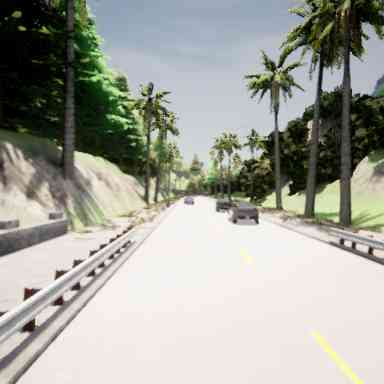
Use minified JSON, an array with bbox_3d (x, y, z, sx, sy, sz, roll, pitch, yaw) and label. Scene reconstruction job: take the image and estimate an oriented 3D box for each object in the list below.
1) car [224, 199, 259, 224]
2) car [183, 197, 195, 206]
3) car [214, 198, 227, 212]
[{"bbox_3d":[3.827,1.514,25.232,1.837,1.490,4.892,0,0,0],"label":"car"},{"bbox_3d":[-0.491,1.496,54.938,1.812,1.442,4.674,0,0,0],"label":"car"},{"bbox_3d":[3.695,1.480,39.397,1.882,1.535,5.008,0,0,0],"label":"car"}]
